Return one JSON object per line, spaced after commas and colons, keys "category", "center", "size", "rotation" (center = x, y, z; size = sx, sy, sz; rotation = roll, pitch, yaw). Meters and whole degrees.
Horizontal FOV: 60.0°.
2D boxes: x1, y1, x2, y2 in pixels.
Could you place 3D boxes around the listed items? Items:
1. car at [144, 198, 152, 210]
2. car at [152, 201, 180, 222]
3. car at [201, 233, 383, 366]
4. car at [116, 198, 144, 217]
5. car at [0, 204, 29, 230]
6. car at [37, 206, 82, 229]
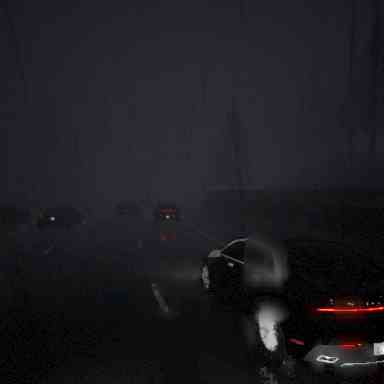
{"category": "car", "center": [-6.054, 1.505, 42.646], "size": [2.128, 1.511, 4.902], "rotation": [0, 0, 1]}
{"category": "car", "center": [-1.997, 1.514, 26.095], "size": [1.837, 1.490, 4.892], "rotation": [0, 0, -6]}
{"category": "car", "center": [1.560, 1.509, 6.097], "size": [1.837, 1.490, 4.892], "rotation": [0, 0, -15]}
{"category": "car", "center": [-5.885, 1.487, 31.125], "size": [1.882, 1.535, 5.008], "rotation": [0, 0, -4]}
{"category": "car", "center": [-11.991, 1.478, 21.098], "size": [1.882, 1.535, 5.008], "rotation": [0, 0, -7]}
{"category": "car", "center": [-8.525, 1.567, 21.704], "size": [1.994, 1.385, 4.181], "rotation": [0, 0, -7]}
